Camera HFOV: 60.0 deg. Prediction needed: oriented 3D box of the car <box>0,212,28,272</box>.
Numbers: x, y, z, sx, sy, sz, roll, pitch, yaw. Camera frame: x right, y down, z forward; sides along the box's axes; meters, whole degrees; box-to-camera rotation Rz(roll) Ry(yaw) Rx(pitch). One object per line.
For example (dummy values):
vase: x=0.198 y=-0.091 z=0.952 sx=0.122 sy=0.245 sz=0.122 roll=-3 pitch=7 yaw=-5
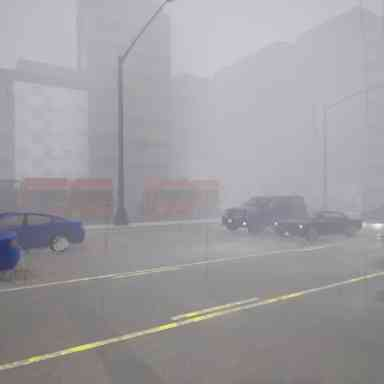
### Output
car: x=-6.833 y=1.459 z=7.821 sx=5.008 sy=1.535 sz=1.882 roll=0 pitch=0 yaw=-33

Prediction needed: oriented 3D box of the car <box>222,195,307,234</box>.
car: x=4.359 y=1.205 z=19.240 sx=5.566 sy=2.045 sz=2.150 roll=0 pitch=0 yaw=-32

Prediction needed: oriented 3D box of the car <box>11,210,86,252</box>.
car: x=-6.535 y=1.446 z=12.234 sx=5.008 sy=1.535 sz=1.882 roll=0 pitch=0 yaw=-33

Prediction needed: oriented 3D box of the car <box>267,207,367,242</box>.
car: x=6.155 y=1.591 z=16.225 sx=4.718 sy=1.301 sz=1.895 roll=0 pitch=0 yaw=-33

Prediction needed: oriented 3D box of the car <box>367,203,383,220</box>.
car: x=15.050 y=1.599 z=26.024 sx=4.181 sy=1.385 sz=1.994 roll=0 pitch=0 yaw=-33
